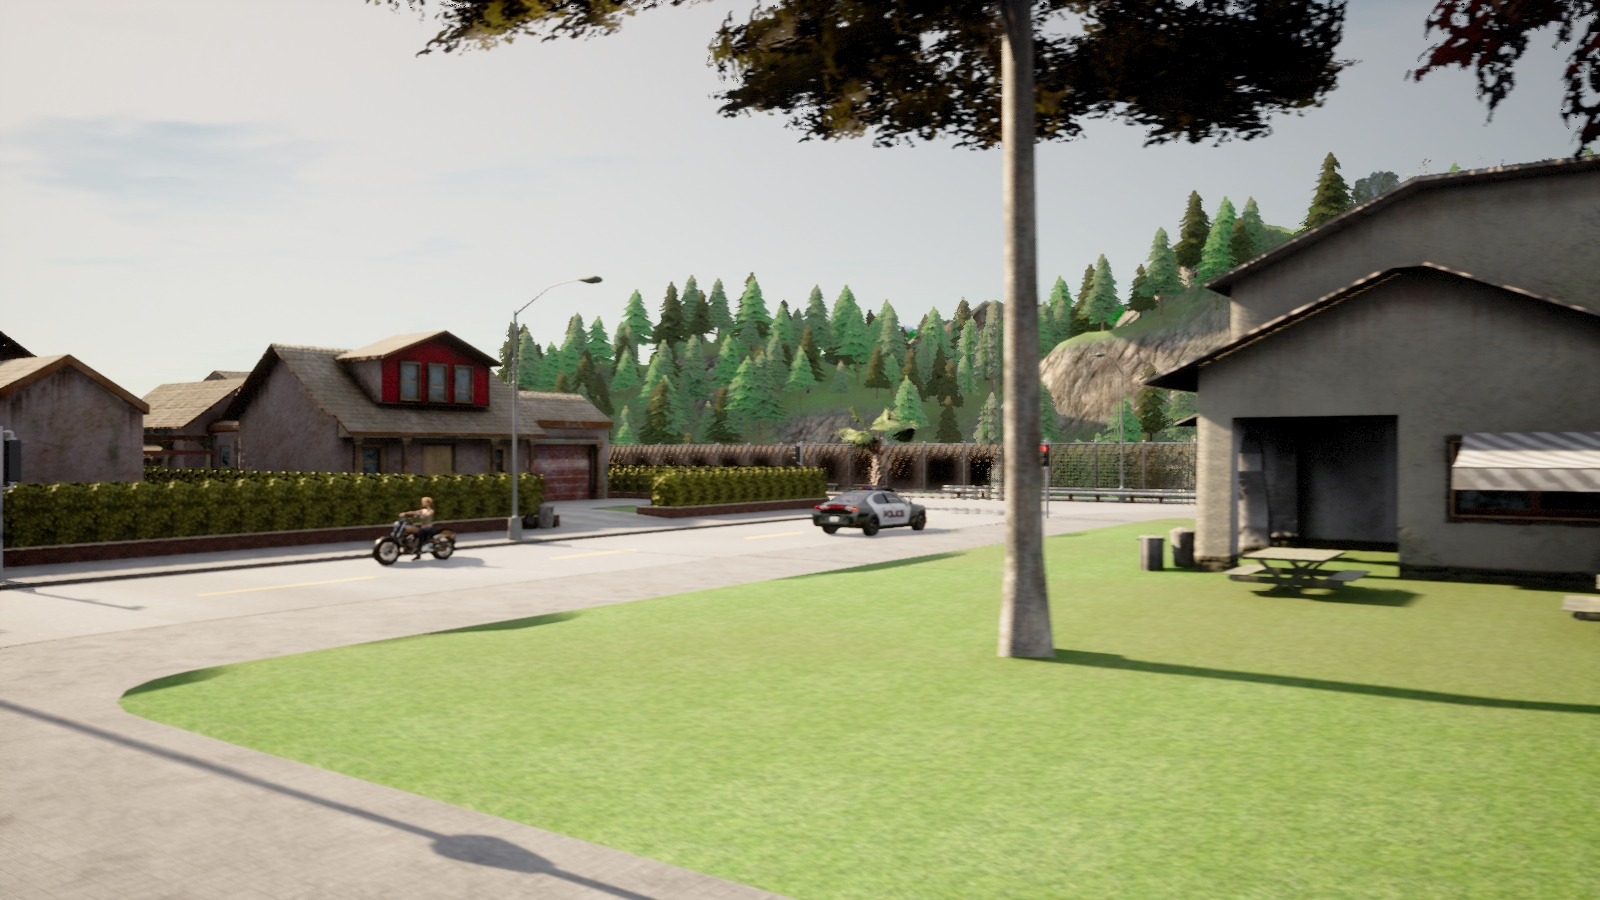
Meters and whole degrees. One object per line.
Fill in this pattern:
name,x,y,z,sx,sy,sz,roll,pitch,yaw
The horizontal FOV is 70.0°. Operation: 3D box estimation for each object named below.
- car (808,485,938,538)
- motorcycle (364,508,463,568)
car,2.581,2.053,39.105,2.038,1.542,4.974,0,0,37
motorcycle,-9.646,2.173,28.616,0.764,1.307,2.356,0,0,35
